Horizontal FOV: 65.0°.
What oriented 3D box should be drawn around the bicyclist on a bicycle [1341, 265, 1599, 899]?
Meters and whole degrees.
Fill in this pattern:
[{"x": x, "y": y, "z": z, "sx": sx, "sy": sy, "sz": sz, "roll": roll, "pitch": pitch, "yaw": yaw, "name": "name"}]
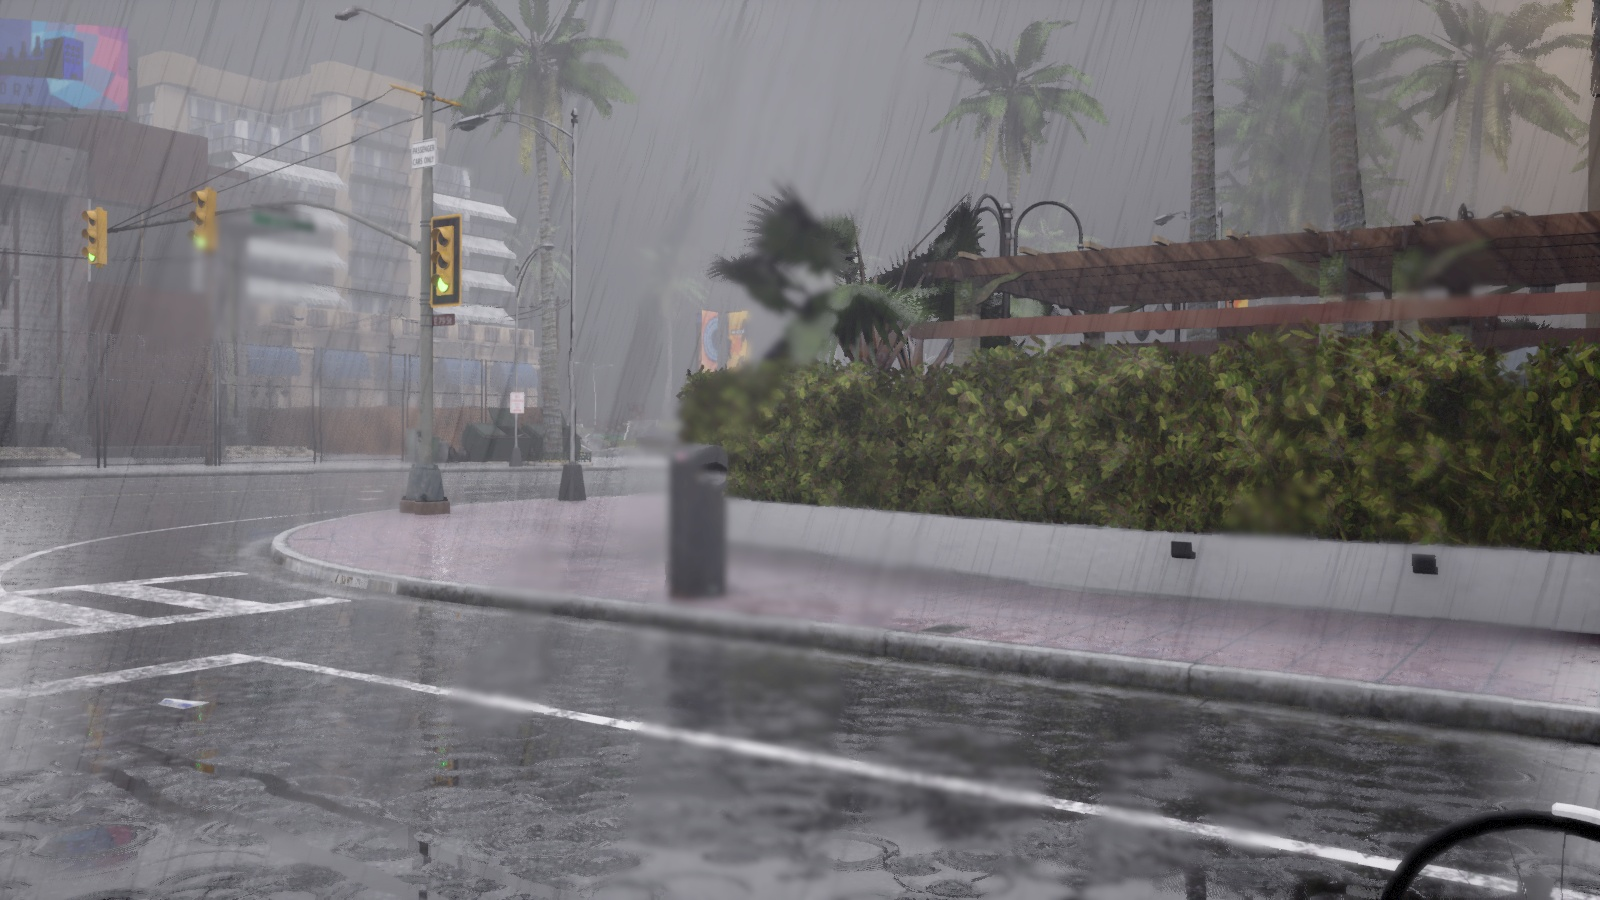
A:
[{"x": 2.029, "y": 0.553, "z": 2.267, "sx": 1.843, "sy": 1.776, "sz": 0.659, "roll": 0, "pitch": 1, "yaw": 34, "name": "bicyclist on a bicycle"}]
